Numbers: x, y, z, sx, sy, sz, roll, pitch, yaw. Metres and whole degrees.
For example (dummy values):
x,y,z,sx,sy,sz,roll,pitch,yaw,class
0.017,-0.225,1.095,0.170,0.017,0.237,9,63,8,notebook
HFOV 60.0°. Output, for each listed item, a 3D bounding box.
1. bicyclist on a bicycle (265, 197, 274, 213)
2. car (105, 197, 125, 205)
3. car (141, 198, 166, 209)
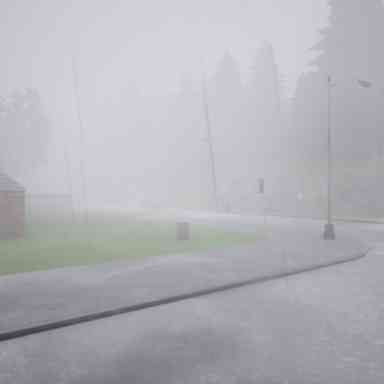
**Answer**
x,y,z,sx,sy,sz,roll,pitch,yaw,class
7.973,1.344,34.692,1.656,1.620,0.582,0,0,-36,bicyclist on a bicycle
-13.284,1.543,57.188,2.033,1.411,5.357,0,0,-35,car
-5.307,1.521,46.076,1.812,1.442,4.674,0,0,-36,car
